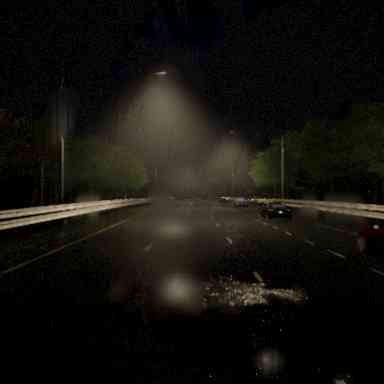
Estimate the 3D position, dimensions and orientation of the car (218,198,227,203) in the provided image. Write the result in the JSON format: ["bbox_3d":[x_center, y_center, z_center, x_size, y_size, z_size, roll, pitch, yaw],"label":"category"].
[{"bbox_3d":[7.260,2.010,79.973,1.994,1.385,4.181,0,-1,0],"label":"car"}]

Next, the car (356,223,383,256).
[{"bbox_3d":[7.032,1.485,10.362,1.882,1.535,5.008,0,0,-1],"label":"car"}]

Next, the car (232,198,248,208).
[{"bbox_3d":[7.082,1.665,49.586,2.033,1.411,5.357,0,0,0],"label":"car"}]

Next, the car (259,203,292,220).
[{"bbox_3d":[7.020,1.586,28.296,1.994,1.385,4.181,0,0,0],"label":"car"}]
